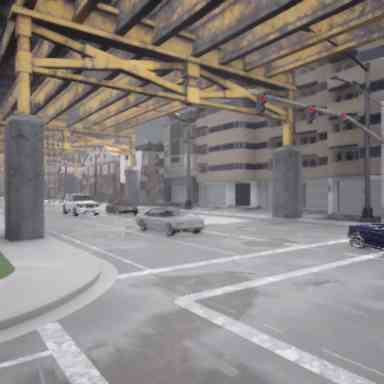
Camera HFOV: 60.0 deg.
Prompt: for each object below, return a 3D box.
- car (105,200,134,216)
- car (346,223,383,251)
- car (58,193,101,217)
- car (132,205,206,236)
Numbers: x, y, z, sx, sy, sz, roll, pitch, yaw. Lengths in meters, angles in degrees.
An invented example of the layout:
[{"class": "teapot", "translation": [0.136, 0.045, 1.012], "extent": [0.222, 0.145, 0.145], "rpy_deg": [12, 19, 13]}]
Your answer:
[{"class": "car", "translation": [-6.941, 1.487, 32.488], "extent": [1.994, 1.385, 4.181], "rpy_deg": [0, 0, -36]}, {"class": "car", "translation": [7.428, 1.546, 11.446], "extent": [1.895, 1.301, 4.718], "rpy_deg": [0, 0, -7]}, {"class": "car", "translation": [-10.390, 1.156, 30.988], "extent": [2.150, 2.045, 5.566], "rpy_deg": [0, 0, -35]}, {"class": "car", "translation": [-1.285, 1.550, 18.335], "extent": [1.895, 1.301, 4.718], "rpy_deg": [0, 0, -35]}]
